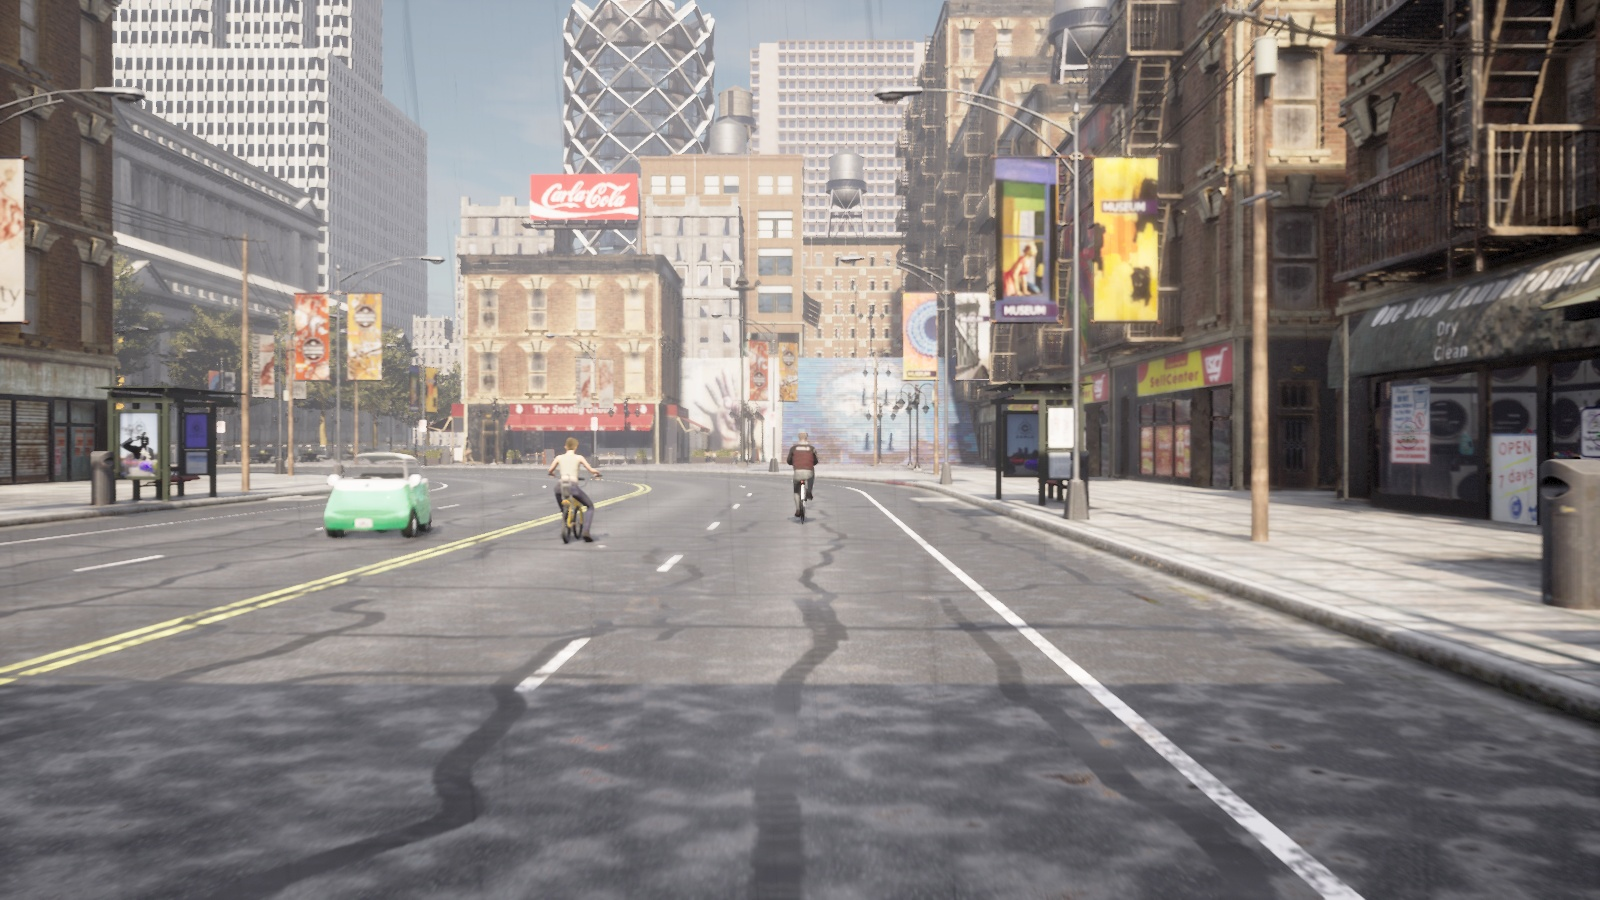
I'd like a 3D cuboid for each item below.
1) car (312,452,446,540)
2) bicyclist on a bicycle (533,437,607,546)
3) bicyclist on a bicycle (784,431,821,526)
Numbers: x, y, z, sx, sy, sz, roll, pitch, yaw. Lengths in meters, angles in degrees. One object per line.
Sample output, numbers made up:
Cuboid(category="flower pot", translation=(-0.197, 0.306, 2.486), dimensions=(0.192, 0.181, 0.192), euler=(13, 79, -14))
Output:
Cuboid(category="car", translation=(-6.898, 0.717, 20.752), dimensions=(1.481, 1.376, 2.207), euler=(0, 0, 0))
Cuboid(category="bicyclist on a bicycle", translation=(-3.525, 0.607, 19.357), dimensions=(0.866, 1.612, 1.509), euler=(0, 0, 0))
Cuboid(category="bicyclist on a bicycle", translation=(0.069, 0.526, 24.239), dimensions=(0.659, 1.776, 1.843), euler=(0, 0, 2))
